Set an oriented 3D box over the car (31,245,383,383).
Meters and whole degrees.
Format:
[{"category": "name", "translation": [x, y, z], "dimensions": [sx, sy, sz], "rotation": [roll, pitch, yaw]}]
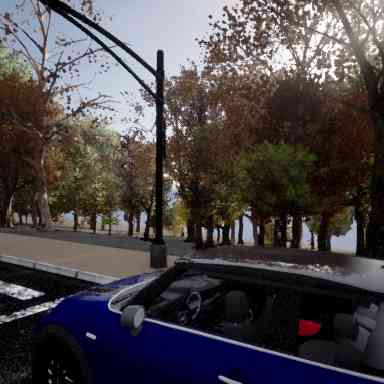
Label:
[{"category": "car", "translation": [0.409, 1.352, 3.364], "dimensions": [4.553, 1.767, 2.097], "rotation": [0, 0, 34]}]
